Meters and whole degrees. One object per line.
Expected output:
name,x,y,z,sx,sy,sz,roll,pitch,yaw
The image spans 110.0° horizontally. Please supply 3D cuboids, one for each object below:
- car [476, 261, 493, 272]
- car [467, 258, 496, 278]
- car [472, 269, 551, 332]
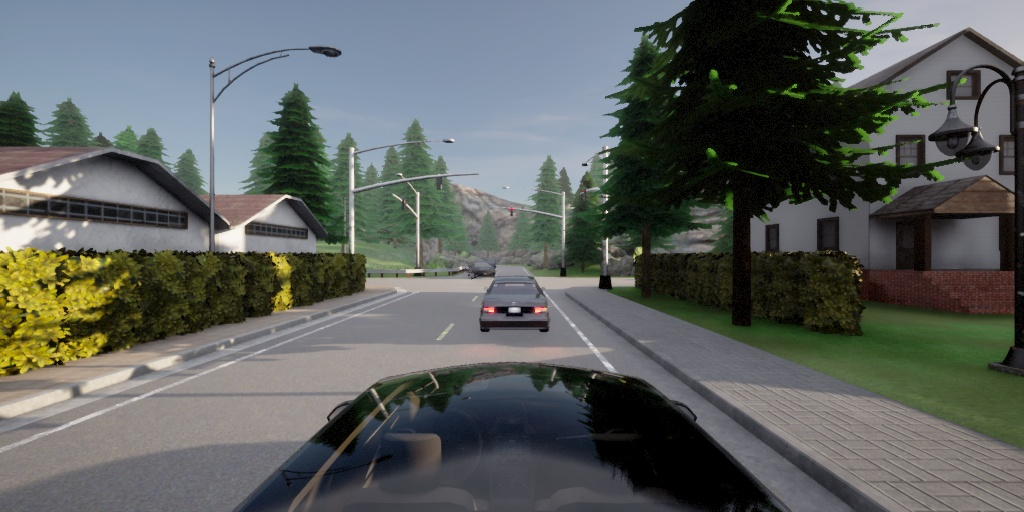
car,-3.551,1.351,47.374,1.895,1.301,4.718,0,0,0
car,-2.835,1.217,31.938,1.882,1.535,5.008,-1,0,-15
car,0.077,1.297,10.807,2.033,1.411,5.357,0,0,0
